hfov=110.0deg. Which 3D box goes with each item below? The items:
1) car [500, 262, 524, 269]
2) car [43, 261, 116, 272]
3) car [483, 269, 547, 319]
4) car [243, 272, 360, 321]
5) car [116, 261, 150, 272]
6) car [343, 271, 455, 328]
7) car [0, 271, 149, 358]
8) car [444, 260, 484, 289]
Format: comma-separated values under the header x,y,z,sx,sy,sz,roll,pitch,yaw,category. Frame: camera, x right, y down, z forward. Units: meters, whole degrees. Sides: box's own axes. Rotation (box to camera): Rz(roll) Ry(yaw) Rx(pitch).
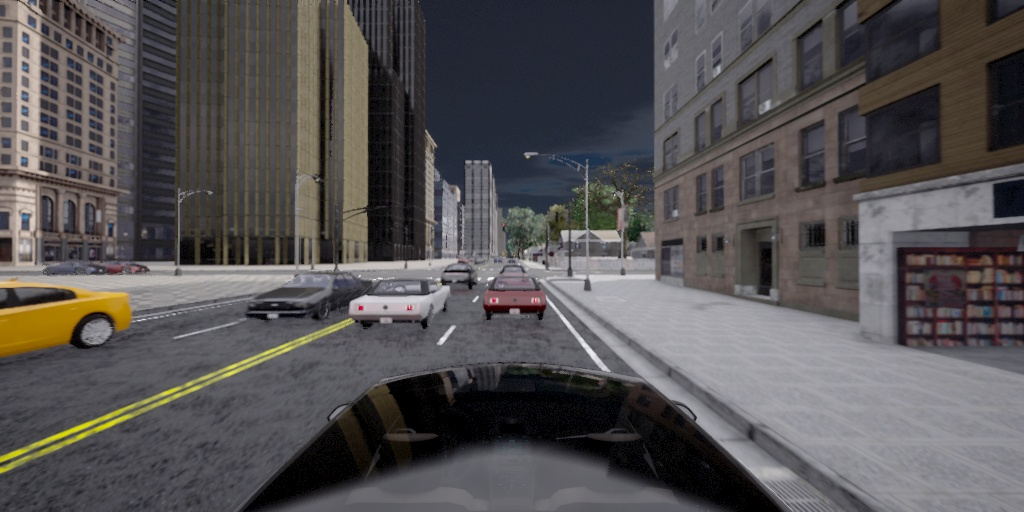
x,y,z,sx,sy,sz,roll,pitch,yaw,category
0.076,1.253,22.444,1.994,1.385,4.181,0,0,0,car
-40.320,1.172,33.256,4.181,1.385,1.994,0,0,-6,car
0.077,1.319,12.606,1.895,1.301,4.718,0,0,0,car
-6.603,1.266,12.558,2.033,1.411,5.357,0,0,0,car
-39.781,1.195,36.580,4.181,1.385,1.994,0,0,-5,car
-3.163,1.324,11.203,1.895,1.301,4.718,0,0,0,car
-9.852,1.215,6.266,1.882,1.535,5.008,0,0,0,car
-3.172,1.181,22.227,2.128,1.511,4.902,0,0,0,car
